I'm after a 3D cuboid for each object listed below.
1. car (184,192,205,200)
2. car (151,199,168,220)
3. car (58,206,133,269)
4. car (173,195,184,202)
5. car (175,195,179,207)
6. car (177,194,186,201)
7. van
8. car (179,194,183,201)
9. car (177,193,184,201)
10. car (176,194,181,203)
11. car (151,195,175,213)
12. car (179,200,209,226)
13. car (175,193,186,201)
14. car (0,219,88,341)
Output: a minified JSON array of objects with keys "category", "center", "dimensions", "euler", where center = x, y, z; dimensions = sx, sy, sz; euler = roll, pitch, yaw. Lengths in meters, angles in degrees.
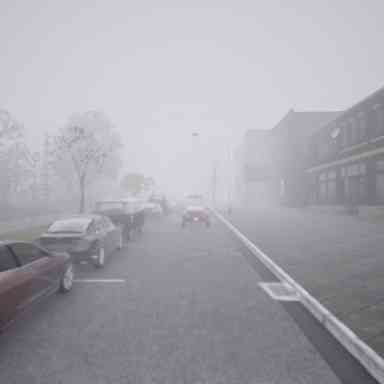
[{"category":"car","center":[0.390,1.252,40.824],"dimensions":[2.150,2.045,5.566],"euler":[0,-1,0]},{"category":"car","center":[-3.462,1.563,27.855],"dimensions":[2.002,1.452,4.674],"euler":[0,0,1]},{"category":"car","center":[-3.586,1.487,11.200],"dimensions":[2.231,1.521,4.892],"euler":[0,1,-1]},{"category":"car","center":[-3.091,1.605,77.763],"dimensions":[2.097,1.535,5.008],"euler":[0,0,3]},{"category":"car","center":[-3.338,1.528,44.484],"dimensions":[2.097,1.535,5.008],"euler":[0,0,3]},{"category":"car","center":[-2.970,1.483,94.369],"dimensions":[2.185,1.767,4.553],"euler":[0,0,3]},{"category":"van","center":[-3.538,1.288,16.885],"dimensions":[1.878,1.987,4.442],"euler":[0,0,3]},{"category":"car","center":[-3.213,1.570,60.284],"dimensions":[1.946,1.575,5.366],"euler":[0,0,3]},{"category":"car","center":[-3.174,1.600,66.665],"dimensions":[2.097,1.535,5.008],"euler":[0,0,3]},{"category":"car","center":[-3.297,1.551,50.032],"dimensions":[2.097,1.535,5.008],"euler":[0,0,3]},{"category":"car","center":[-3.412,1.292,34.600],"dimensions":[2.435,2.045,5.566],"euler":[0,0,1]},{"category":"car","center":[0.253,1.539,23.379],"dimensions":[1.812,1.442,4.674],"euler":[0,0,0]},{"category":"car","center":[-3.024,1.345,86.716],"dimensions":[2.435,2.045,5.566],"euler":[0,0,3]},{"category":"car","center":[-3.628,1.512,5.689],"dimensions":[2.163,1.488,4.792],"euler":[0,1,-1]}]
